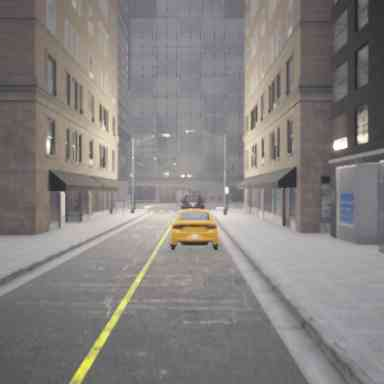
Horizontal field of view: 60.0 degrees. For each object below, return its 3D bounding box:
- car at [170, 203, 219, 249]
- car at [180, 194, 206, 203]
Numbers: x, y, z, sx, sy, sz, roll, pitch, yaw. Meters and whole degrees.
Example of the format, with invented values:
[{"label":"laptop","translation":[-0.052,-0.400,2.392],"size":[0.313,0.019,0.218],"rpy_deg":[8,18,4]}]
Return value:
[{"label":"car","translation":[0.097,1.481,14.660],"size":[1.882,1.535,5.008],"rpy_deg":[0,0,0]},{"label":"car","translation":[0.095,1.214,30.495],"size":[2.150,2.045,5.566],"rpy_deg":[0,0,0]}]
